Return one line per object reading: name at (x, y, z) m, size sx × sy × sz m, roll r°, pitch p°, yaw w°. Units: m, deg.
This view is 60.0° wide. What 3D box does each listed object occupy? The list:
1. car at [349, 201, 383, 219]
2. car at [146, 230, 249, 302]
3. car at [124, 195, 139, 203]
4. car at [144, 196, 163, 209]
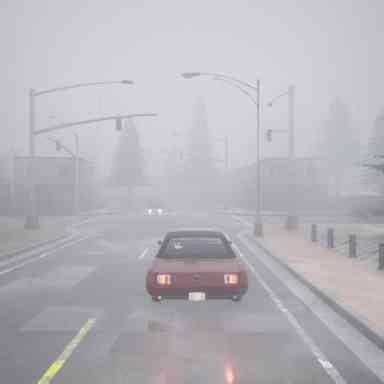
car at (15.771, 1.462, 27.886) m, size 4.902 × 1.511 × 2.128 m, roll 0°, pitch 0°, yaw 2°
car at (0.074, 1.597, 8.227) m, size 1.895 × 1.301 × 4.718 m, roll 0°, pitch 0°, yaw -1°
car at (-12.452, 1.409, 68.225) m, size 1.882 × 1.535 × 5.008 m, roll 0°, pitch 0°, yaw -26°
car at (-4.823, 1.508, 43.443) m, size 1.994 × 1.385 × 4.181 m, roll 0°, pitch 0°, yaw -6°
